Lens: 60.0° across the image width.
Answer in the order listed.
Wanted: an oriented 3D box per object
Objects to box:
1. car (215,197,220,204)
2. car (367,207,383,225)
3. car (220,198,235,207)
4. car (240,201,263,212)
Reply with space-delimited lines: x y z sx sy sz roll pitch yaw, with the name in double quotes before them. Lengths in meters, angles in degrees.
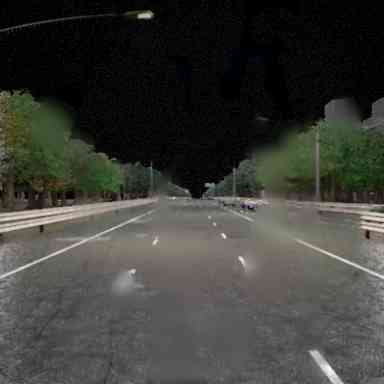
"car" 7.001 2.018 76.431 2.128 1.511 4.902 0 0 0
"car" 14.121 1.367 21.612 2.150 2.045 5.566 0 -1 -20
"car" 6.779 1.943 61.764 1.994 1.385 4.181 0 0 1
"car" 7.849 1.894 44.706 1.895 1.301 4.718 0 0 -8
